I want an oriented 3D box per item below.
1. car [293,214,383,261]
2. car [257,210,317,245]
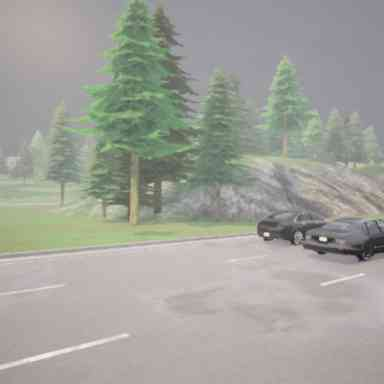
[{"bbox_3d":[6.528,1.684,12.811,5.357,1.411,2.033,1,0,-35],"label":"car"},{"bbox_3d":[5.308,1.654,16.228,4.892,1.490,1.837,0,0,-35],"label":"car"}]
